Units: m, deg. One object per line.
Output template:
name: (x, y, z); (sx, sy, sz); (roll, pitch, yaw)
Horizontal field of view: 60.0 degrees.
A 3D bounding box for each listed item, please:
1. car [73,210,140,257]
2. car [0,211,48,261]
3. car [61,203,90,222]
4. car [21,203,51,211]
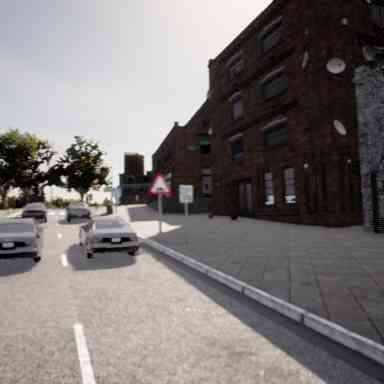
car: (-3.541, 1.690, 13.680); (2.033, 1.411, 5.357); (1, 0, -22)
car: (-6.527, 1.663, 12.399); (2.033, 1.411, 5.357); (1, 0, -23)
car: (-9.720, 1.655, 28.347); (2.128, 1.511, 4.902); (1, 0, -22)
car: (-12.713, 1.643, 27.079); (1.837, 1.490, 4.892); (0, 1, -22)
